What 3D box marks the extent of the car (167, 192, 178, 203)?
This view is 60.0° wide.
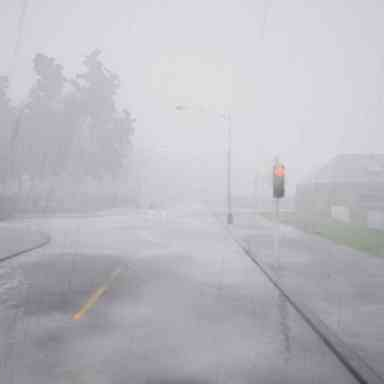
[{"bbox_3d":[-3.979,1.090,66.366,2.150,2.045,5.566,0,0,-2],"label":"car"}]

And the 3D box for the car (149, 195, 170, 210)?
[{"bbox_3d":[-4.081,1.441,40.697,1.812,1.442,4.674,0,0,0],"label":"car"}]
